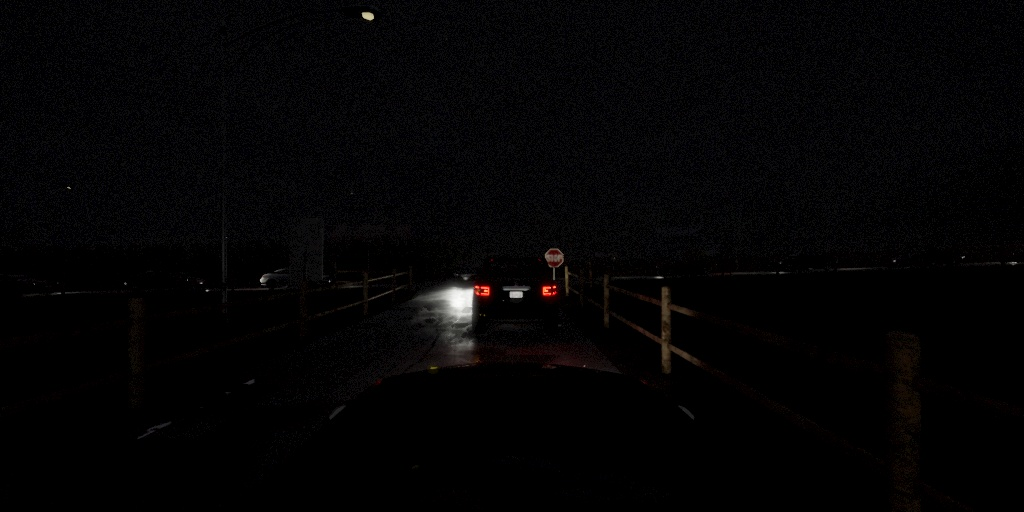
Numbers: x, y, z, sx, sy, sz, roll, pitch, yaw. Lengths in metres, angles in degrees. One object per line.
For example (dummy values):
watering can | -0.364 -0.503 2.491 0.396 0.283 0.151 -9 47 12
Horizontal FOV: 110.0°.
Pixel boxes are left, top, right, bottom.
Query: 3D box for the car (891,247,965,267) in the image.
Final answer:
car | 33.220 0.039 28.854 4.902 1.511 2.128 -2 -2 0

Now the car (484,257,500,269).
car | -2.948 1.065 54.248 2.097 1.767 4.553 0 0 0

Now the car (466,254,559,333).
car | 0.060 0.975 10.857 2.150 2.045 5.566 0 0 -1

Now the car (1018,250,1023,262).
car | 40.424 -0.319 25.937 4.674 1.442 1.812 -2 -2 0

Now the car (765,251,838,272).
car | 23.151 0.416 28.829 5.008 1.535 1.882 -2 -2 0

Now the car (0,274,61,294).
car | -35.480 2.004 25.722 4.674 1.442 1.812 -1 -2 0

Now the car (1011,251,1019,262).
car | 43.376 -0.327 28.848 4.674 1.442 1.812 -2 -2 0

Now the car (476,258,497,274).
car | -2.943 1.080 42.149 2.097 1.767 4.553 0 0 0

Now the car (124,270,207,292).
car | -24.774 1.754 25.743 4.902 1.511 2.128 -1 -2 0

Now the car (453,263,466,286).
car | -2.955 1.235 25.252 2.128 1.511 4.902 -2 -2 0

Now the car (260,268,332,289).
car | -15.445 1.589 25.763 4.674 1.442 1.812 -1 -2 0

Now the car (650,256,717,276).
car | 13.673 0.777 28.776 5.008 1.535 1.882 -2 -2 -1
